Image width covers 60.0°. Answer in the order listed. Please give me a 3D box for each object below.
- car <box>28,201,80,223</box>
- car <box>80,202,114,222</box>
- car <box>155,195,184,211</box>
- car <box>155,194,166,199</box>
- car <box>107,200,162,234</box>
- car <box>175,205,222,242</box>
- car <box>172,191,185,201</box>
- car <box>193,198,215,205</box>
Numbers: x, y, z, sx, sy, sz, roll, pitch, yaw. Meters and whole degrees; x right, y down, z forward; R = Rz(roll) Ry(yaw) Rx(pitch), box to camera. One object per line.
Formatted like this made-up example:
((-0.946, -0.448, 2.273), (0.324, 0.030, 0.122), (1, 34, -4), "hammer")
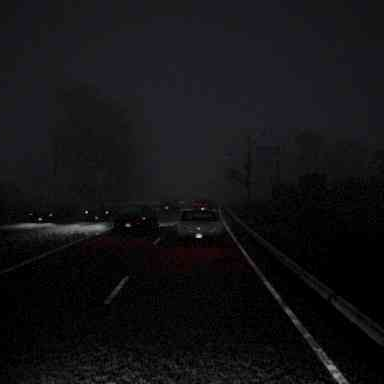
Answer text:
((-10.016, 1.413, 24.844), (2.033, 1.411, 5.357), (0, 0, 3), "car")
((-6.488, 1.466, 25.164), (1.895, 1.301, 4.718), (0, 0, 3), "car")
((-2.257, 1.344, 34.298), (1.812, 1.442, 4.674), (0, 0, 4), "car")
((-6.191, 1.144, 67.009), (1.837, 1.490, 4.892), (0, 1, 7), "car")
((-3.051, 1.426, 18.588), (1.812, 1.442, 4.674), (0, 0, 2), "car")
((0.358, 1.516, 15.976), (1.895, 1.301, 4.718), (0, 0, 2), "car")
((-2.753, 0.872, 66.316), (2.150, 2.045, 5.566), (0, 0, 8), "car")
((1.185, 1.330, 33.277), (1.837, 1.490, 4.892), (0, 0, 4), "car")
